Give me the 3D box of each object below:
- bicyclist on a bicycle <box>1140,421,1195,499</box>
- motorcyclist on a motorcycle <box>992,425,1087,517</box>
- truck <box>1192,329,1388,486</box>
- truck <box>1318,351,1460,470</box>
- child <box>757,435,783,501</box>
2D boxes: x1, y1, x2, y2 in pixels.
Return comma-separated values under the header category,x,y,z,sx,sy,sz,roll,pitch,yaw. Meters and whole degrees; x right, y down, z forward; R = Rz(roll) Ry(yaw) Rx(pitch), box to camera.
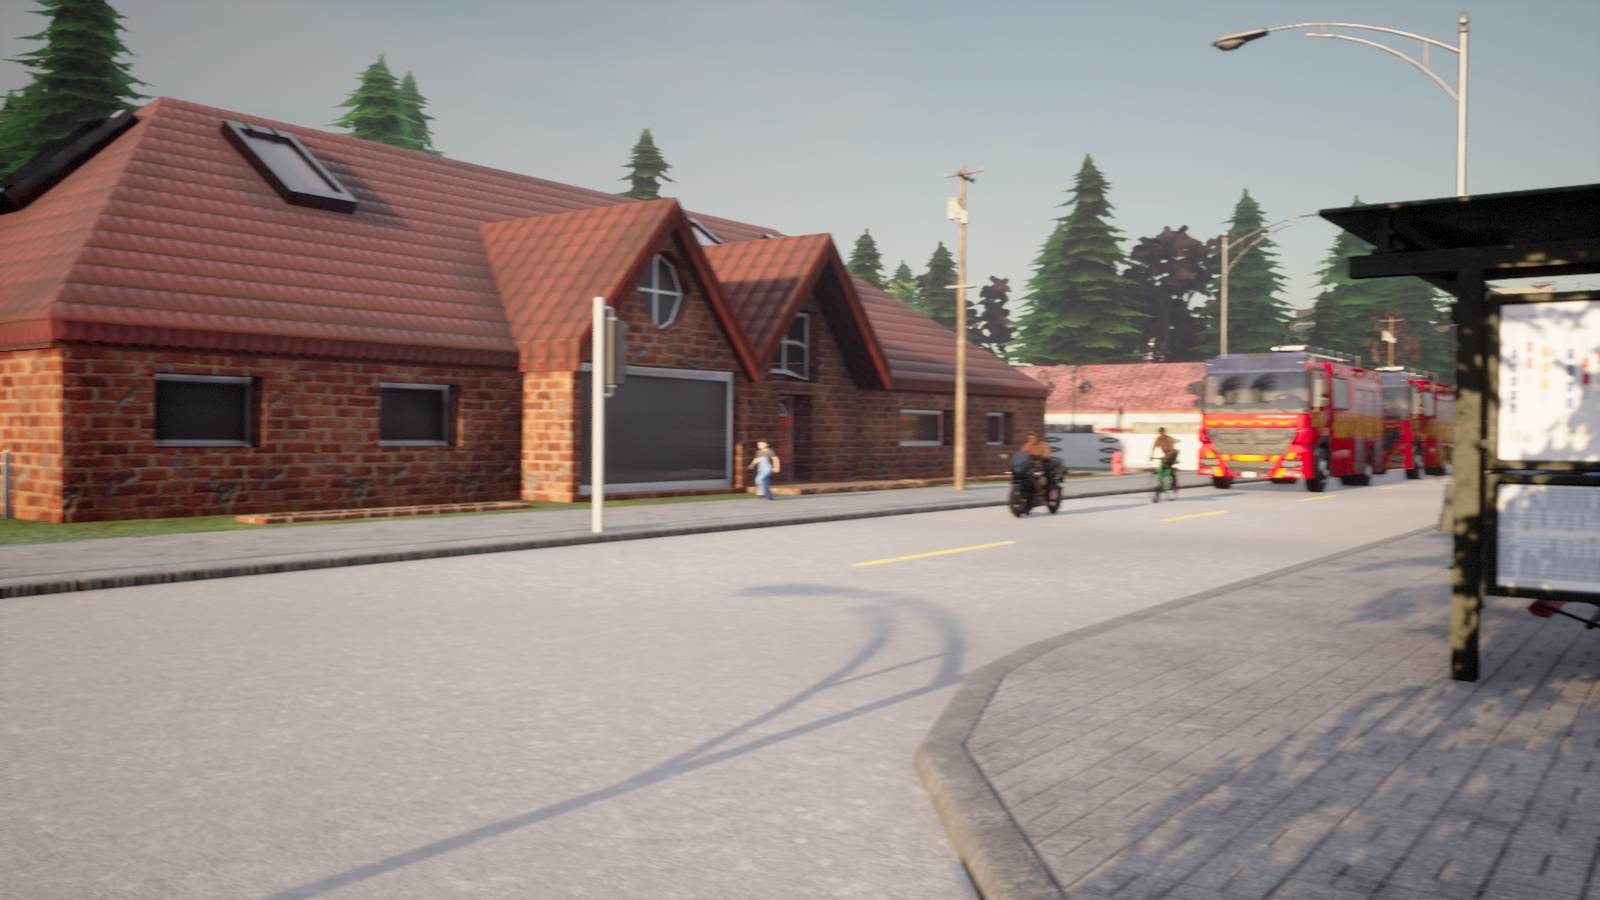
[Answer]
category,x,y,z,sx,sy,sz,roll,pitch,yaw
bicyclist on a bicycle,7.874,0.188,26.842,0.582,1.620,1.656,0,1,37
motorcyclist on a motorcycle,4.210,0.331,21.926,0.797,1.523,2.044,0,1,37
truck,13.759,-1.112,34.741,2.891,3.827,8.468,0,1,37
truck,20.980,-1.335,44.431,2.891,3.827,8.468,0,1,37
child,-0.582,0.348,24.423,0.437,1.263,0.270,-1,1,-44
